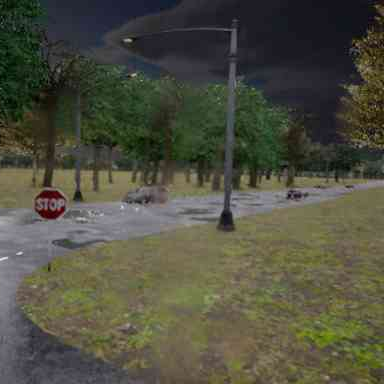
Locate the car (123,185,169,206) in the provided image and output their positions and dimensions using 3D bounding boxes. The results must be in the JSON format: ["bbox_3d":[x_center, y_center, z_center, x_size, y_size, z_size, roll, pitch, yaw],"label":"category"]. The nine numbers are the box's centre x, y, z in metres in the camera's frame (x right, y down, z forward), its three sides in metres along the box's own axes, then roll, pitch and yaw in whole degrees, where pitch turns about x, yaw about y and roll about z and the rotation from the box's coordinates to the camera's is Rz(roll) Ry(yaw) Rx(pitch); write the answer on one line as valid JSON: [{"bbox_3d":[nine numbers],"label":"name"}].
[{"bbox_3d":[-4.151,0.173,30.744,2.097,1.767,4.553,4,4,35],"label":"car"}]

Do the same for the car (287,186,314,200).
[{"bbox_3d":[14.312,0.174,44.656,1.837,1.490,4.892,4,4,35],"label":"car"}]

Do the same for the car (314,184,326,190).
[{"bbox_3d":[30.265,-1.307,79.070,1.895,1.301,4.718,4,4,35],"label":"car"}]
